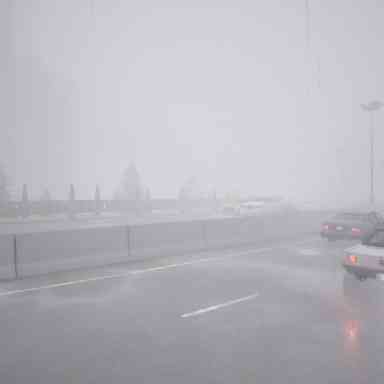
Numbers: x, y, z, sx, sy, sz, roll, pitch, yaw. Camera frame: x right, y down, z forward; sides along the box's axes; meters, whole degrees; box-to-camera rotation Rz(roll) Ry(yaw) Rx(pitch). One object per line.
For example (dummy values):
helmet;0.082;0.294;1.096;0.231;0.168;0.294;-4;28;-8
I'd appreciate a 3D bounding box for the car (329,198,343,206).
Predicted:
car;26.099;1.777;60.534;1.994;1.385;4.181;0;0;17

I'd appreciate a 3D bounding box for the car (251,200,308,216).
car;6.600;1.565;24.751;1.812;1.442;4.674;0;0;41

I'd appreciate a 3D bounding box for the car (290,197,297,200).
car;21.394;1.781;71.054;1.882;1.535;5.008;0;0;12

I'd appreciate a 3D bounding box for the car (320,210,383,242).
car;7.857;1.563;15.483;2.033;1.411;5.357;0;0;45

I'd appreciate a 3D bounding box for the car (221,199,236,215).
car;4.820;1.427;33.615;2.097;1.767;4.553;0;0;37

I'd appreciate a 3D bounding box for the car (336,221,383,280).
car;5.920;1.606;8.878;4.718;1.301;1.895;0;0;-42

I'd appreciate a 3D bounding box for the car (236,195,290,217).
car;6.531;1.281;30.045;2.150;2.045;5.566;0;0;38

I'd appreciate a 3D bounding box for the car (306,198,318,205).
car;24.205;1.858;67.077;1.895;1.301;4.718;0;0;12
